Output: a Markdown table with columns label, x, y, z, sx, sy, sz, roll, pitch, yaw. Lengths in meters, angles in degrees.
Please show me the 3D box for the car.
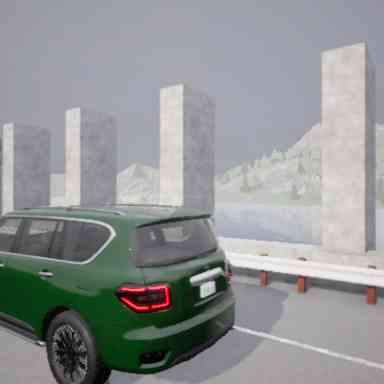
| label | x | y | z | sx | sy | sz | roll | pitch | yaw |
| --- | --- | --- | --- | --- | --- | --- | --- | --- | --- |
| car | -1.999 | 1.222 | 5.415 | 5.566 | 2.045 | 2.150 | 0 | 0 | 35 |
